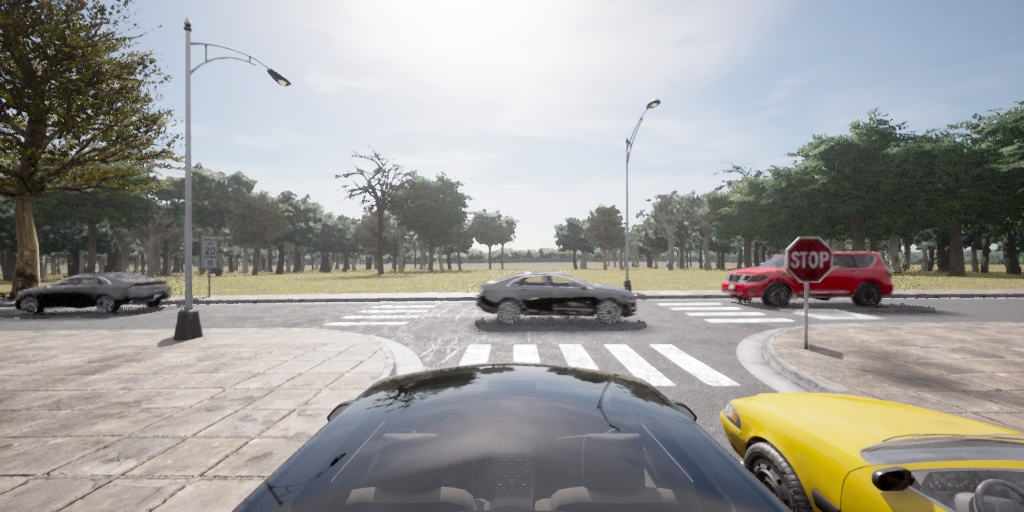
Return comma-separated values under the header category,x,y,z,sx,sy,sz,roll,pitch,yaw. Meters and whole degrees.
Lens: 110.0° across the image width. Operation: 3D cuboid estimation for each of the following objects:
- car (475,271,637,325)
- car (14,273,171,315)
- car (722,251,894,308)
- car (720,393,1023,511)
category,x,y,z,sx,sy,sz,roll,pitch,yaw
car,1.306,1.211,11.124,4.902,1.511,2.128,0,0,1
car,-16.525,1.439,14.250,4.902,1.511,2.128,-1,0,1
car,11.350,0.841,13.979,5.566,2.045,2.150,0,0,1
car,2.634,1.276,1.146,1.751,1.417,4.829,0,0,0
